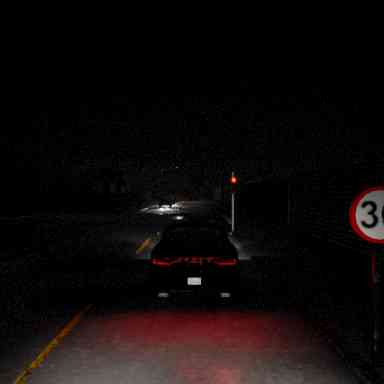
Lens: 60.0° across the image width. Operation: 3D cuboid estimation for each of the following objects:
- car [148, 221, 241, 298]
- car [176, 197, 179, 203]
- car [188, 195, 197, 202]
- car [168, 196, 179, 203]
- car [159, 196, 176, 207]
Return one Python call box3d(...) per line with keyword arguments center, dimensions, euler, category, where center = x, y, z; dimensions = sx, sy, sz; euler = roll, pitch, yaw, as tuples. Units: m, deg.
box3d(center=(0.068, 1.478, 8.554), dimensions=(1.882, 1.535, 5.008), euler=(0, 0, 1), category="car")
box3d(center=(-3.956, 1.492, 60.353), dimensions=(2.128, 1.511, 4.902), euler=(0, 0, 0), category="car")
box3d(center=(0.138, 1.339, 71.329), dimensions=(1.812, 1.442, 4.674), euler=(0, 0, 0), category="car")
box3d(center=(-3.864, 1.595, 70.404), dimensions=(1.895, 1.301, 4.718), euler=(0, 0, 0), category="car")
box3d(center=(-3.997, 1.491, 50.872), dimensions=(2.128, 1.511, 4.902), euler=(0, 0, 0), category="car")
